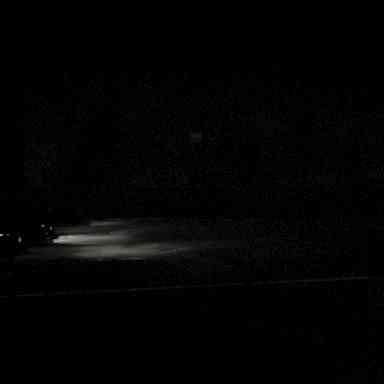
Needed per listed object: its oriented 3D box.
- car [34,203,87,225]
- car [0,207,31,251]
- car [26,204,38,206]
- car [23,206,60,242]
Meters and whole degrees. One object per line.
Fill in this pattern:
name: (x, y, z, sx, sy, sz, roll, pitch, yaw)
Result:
car: (-9.395, 1.433, 21.976, 4.674, 1.442, 1.812, 0, 0, -11)
car: (-8.565, 1.437, 11.436, 4.902, 1.511, 2.128, 0, 0, -11)
car: (-11.300, 1.519, 18.047, 4.718, 1.301, 1.895, 0, 0, -11)
car: (-8.474, 1.497, 15.014, 4.181, 1.385, 1.994, 0, 0, -11)
